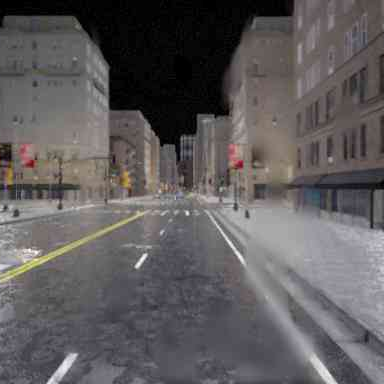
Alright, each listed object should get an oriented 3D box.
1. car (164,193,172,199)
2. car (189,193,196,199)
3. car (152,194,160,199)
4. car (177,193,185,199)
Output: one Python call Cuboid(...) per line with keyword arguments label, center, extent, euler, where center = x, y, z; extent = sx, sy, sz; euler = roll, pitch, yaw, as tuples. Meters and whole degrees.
Cuboid(label="car", center=(-6.469, 1.061, 90.461), extent=(2.097, 1.767, 4.553), euler=(0, 0, 0))
Cuboid(label="car", center=(0.032, 1.182, 92.902), extent=(1.882, 1.535, 5.008), euler=(0, 0, 0))
Cuboid(label="car", center=(-9.719, 1.231, 90.432), extent=(2.128, 1.511, 4.902), euler=(0, 0, 0))
Cuboid(label="car", center=(-3.218, 1.255, 93.286), extent=(1.994, 1.385, 4.181), euler=(0, 0, 0))
